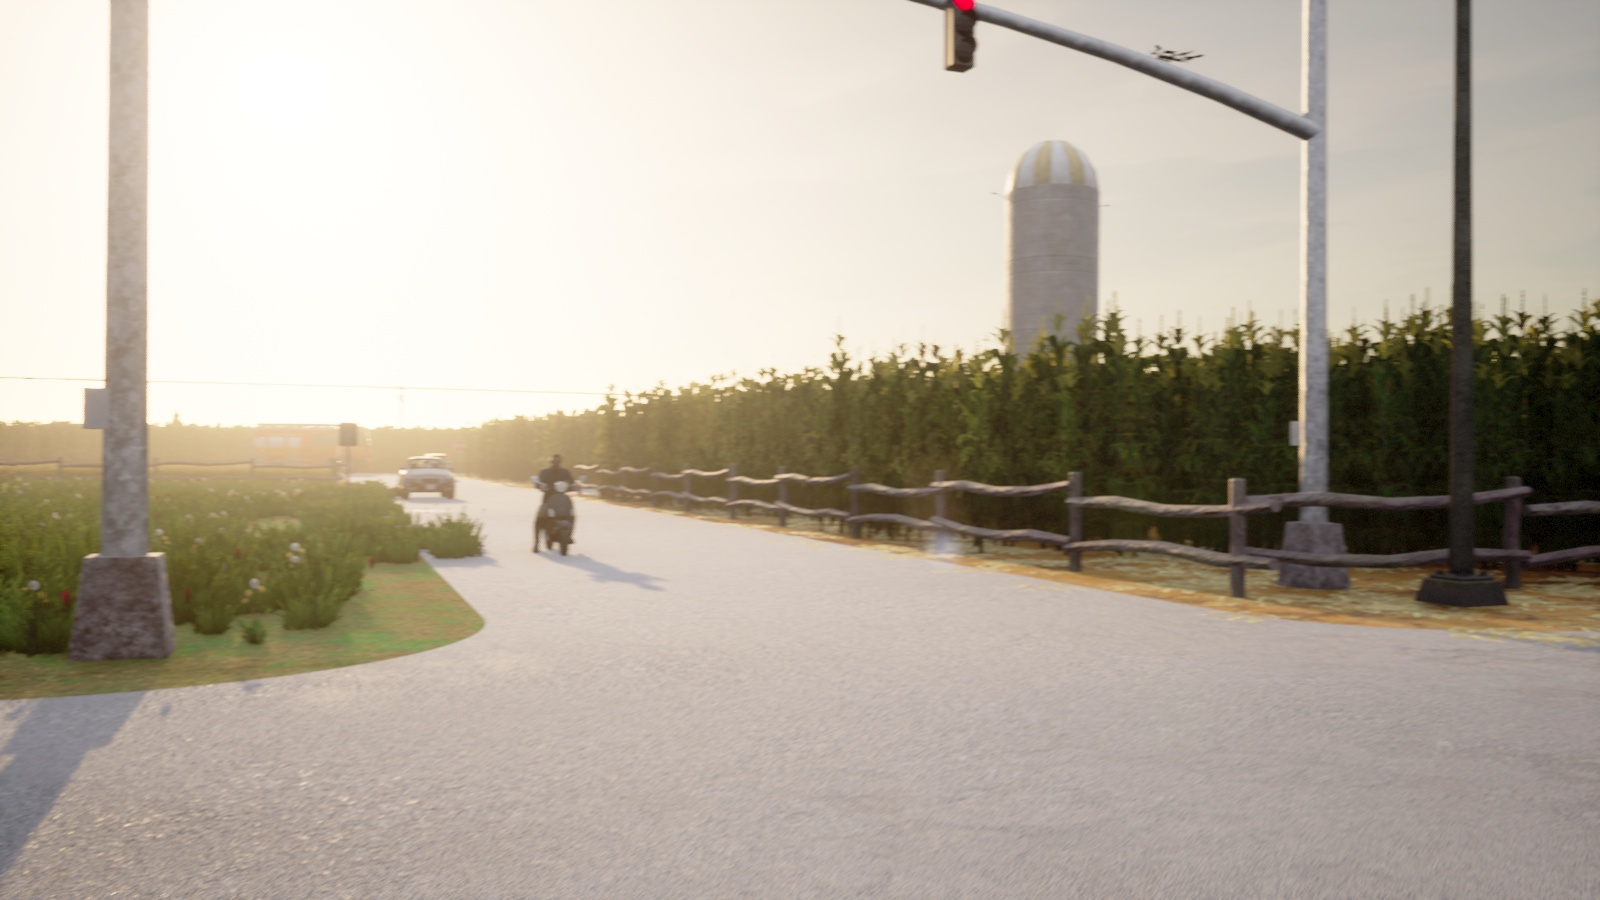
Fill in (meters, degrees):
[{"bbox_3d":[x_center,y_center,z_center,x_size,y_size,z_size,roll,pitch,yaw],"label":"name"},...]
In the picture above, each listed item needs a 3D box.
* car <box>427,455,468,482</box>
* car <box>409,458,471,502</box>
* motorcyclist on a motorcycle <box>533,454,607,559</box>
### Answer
[{"bbox_3d":[-21.823,1.108,77.595,2.033,1.649,4.856,0,0,-20],"label":"car"},{"bbox_3d":[-12.827,1.037,44.588,1.816,1.474,4.193,0,0,-20],"label":"car"},{"bbox_3d":[-3.699,0.860,20.103,0.866,1.590,1.817,0,0,-20],"label":"motorcyclist on a motorcycle"}]
